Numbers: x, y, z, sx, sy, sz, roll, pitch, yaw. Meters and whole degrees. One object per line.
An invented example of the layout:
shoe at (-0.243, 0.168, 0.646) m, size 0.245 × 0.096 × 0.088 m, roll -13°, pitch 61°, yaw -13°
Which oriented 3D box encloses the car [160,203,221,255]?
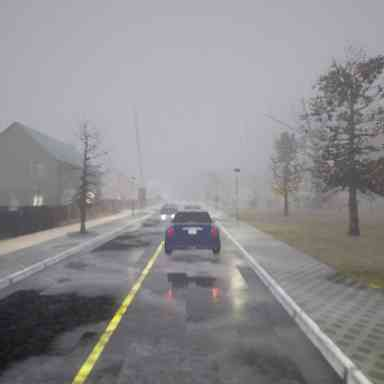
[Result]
car at (0.020, 1.493, 14.117) m, size 2.097 × 1.767 × 4.553 m, roll 0°, pitch -1°, yaw 0°

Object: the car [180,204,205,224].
car at (0.039, 1.855, 29.040) m, size 2.033 × 1.411 × 5.357 m, roll 0°, pitch -1°, yaw 0°
